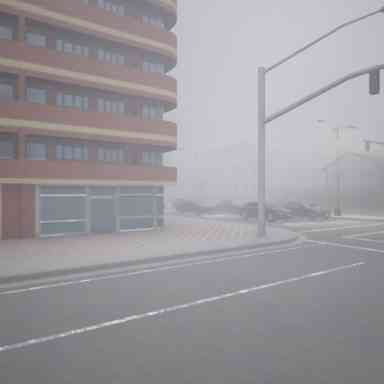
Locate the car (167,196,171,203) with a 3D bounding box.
[{"bbox_3d":[-0.854,1.505,42.582,1.837,1.490,4.892,0,0,-35],"label":"car"}]

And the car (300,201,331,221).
[{"bbox_3d":[9.264,1.526,27.901,1.812,1.442,4.674,0,0,-34],"label":"car"}]

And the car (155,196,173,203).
[{"bbox_3d":[-5.988,1.562,70.631,1.994,1.385,4.181,0,0,-35],"label":"car"}]

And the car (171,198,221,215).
[{"bbox_3d":[0.306,1.545,34.726,2.033,1.411,5.357,0,0,-34],"label":"car"}]

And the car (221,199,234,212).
[{"bbox_3d":[4.329,1.526,35.072,1.812,1.442,4.674,0,0,-34],"label":"car"}]

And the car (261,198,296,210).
[{"bbox_3d":[11.655,1.564,45.045,1.994,1.385,4.181,0,0,-35],"label":"car"}]

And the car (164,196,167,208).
[{"bbox_3d":[-5.407,1.547,43.025,2.033,1.411,5.357,0,0,-34],"label":"car"}]

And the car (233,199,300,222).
[{"bbox_3d":[5.828,1.505,26.696,1.837,1.490,4.892,0,0,-34],"label":"car"}]
